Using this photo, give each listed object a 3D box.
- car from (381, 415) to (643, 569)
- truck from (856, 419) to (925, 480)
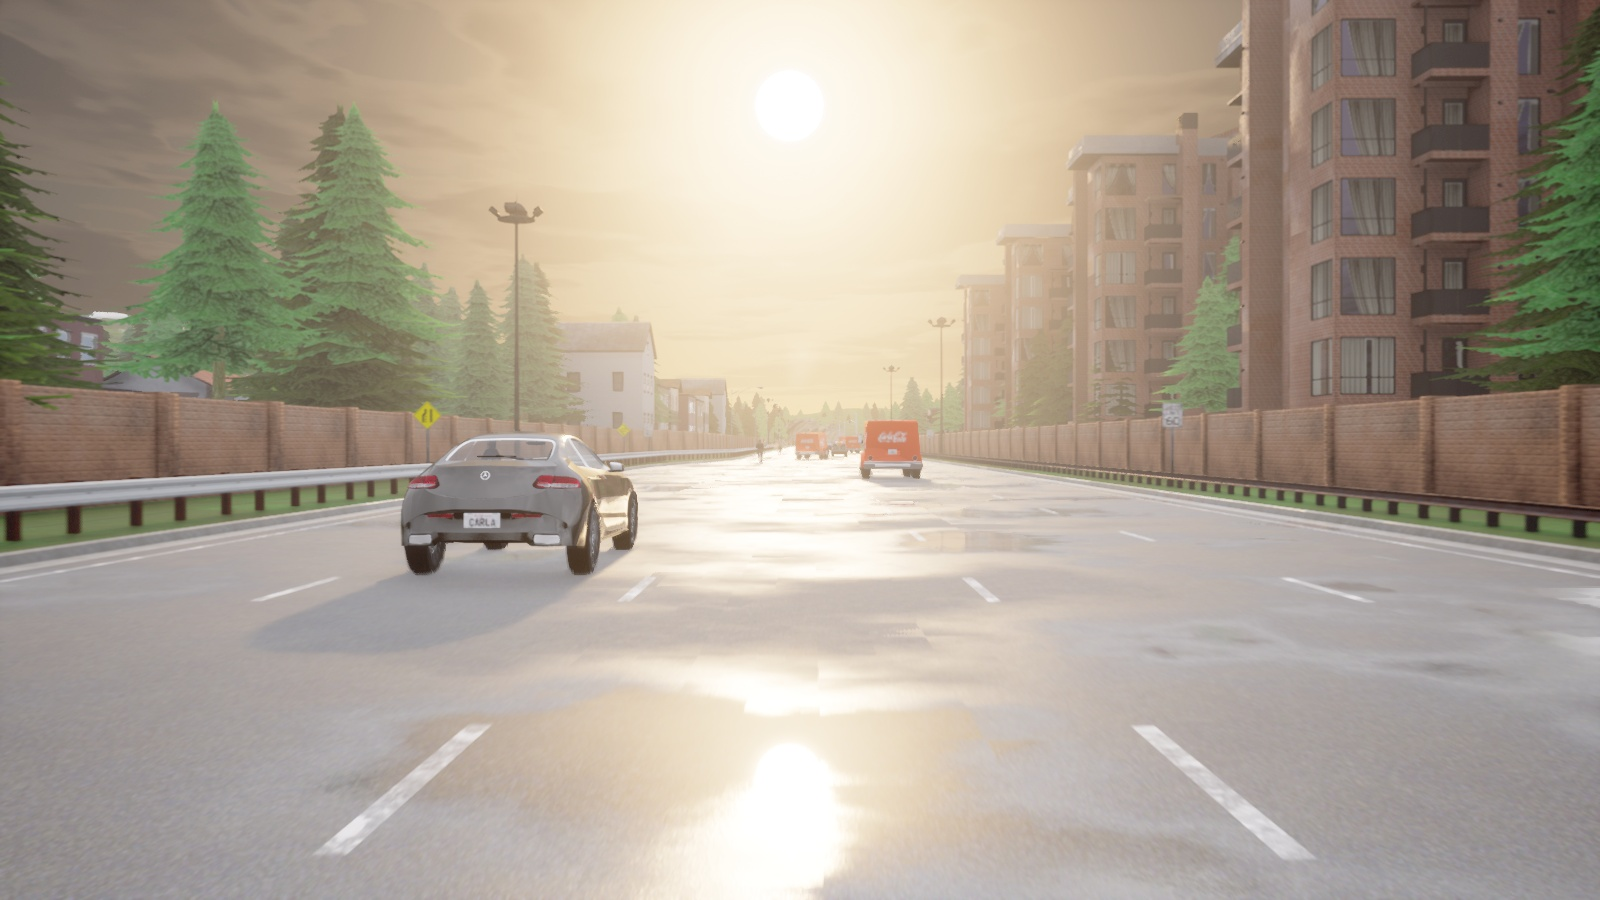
[{"bbox_3d":[-3.394,0.434,15.963,2.152,1.651,5.027,0,0,0],"label":"car"},{"bbox_3d":[3.823,-0.038,54.074,2.627,2.467,5.204,0,0,0],"label":"truck"}]
